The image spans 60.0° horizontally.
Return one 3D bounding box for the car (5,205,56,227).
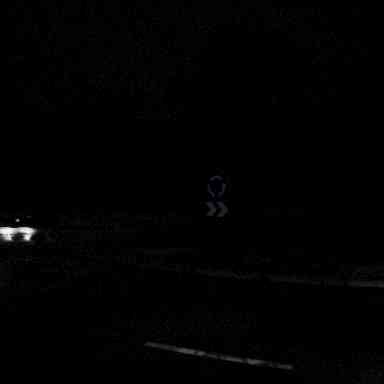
[{"bbox_3d":[-11.284,1.653,23.514,1.994,1.385,4.181,0,0,1],"label":"car"}]
